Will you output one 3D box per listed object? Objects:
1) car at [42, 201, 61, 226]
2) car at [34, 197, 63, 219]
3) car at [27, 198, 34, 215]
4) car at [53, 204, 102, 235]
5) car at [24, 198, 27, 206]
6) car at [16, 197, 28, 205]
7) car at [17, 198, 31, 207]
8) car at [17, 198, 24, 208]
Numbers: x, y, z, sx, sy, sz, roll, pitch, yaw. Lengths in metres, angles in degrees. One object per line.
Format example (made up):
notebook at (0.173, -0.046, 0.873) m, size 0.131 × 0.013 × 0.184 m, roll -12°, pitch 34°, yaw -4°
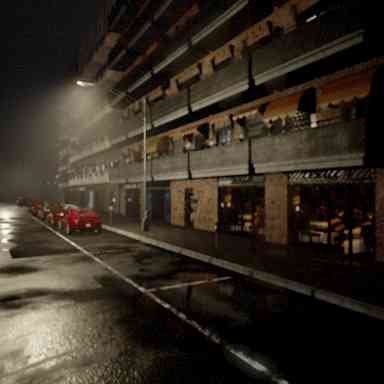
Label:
car at (-9.399, 1.618, 24.111) m, size 1.887 × 1.381 × 4.507 m, roll 0°, pitch 0°, yaw -30°
car at (-12.251, 1.530, 28.965) m, size 1.967 × 1.590 × 4.097 m, roll 0°, pitch 0°, yaw -30°
car at (-15.103, 1.422, 33.819) m, size 2.192 × 1.841 × 5.009 m, roll 0°, pitch 0°, yaw -30°
car at (-6.547, 1.601, 19.256) m, size 1.887 × 1.381 × 4.507 m, roll 0°, pitch 0°, yaw -30°
car at (-17.955, 1.565, 38.675) m, size 1.967 × 1.590 × 4.097 m, roll 0°, pitch 0°, yaw -30°
car at (-32.300, 1.749, 63.094) m, size 1.752 × 1.417 × 4.829 m, roll 0°, pitch 0°, yaw -30°
car at (-29.361, 1.767, 58.093) m, size 1.947 × 1.339 × 4.313 m, roll 0°, pitch 0°, yaw -30°
car at (-26.510, 1.621, 53.238) m, size 1.967 × 1.590 × 4.097 m, roll 0°, pitch 0°, yaw -30°
